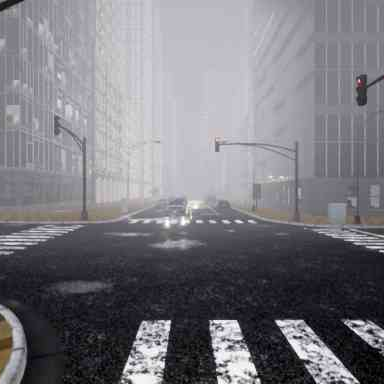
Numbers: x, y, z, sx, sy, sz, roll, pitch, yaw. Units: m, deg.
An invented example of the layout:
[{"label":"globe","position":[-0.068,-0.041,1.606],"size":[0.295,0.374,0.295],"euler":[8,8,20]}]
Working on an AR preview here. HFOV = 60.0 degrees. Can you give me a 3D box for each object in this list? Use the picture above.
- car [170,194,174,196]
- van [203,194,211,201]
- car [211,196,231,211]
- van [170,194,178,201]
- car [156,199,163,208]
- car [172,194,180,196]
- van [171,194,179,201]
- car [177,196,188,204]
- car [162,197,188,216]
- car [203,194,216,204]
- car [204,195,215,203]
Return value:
[{"label":"car","position":[-4.241,1.564,63.891],"size":[1.947,1.339,4.313],"euler":[0,0,0]},{"label":"van","position":[3.531,1.321,80.525],"size":[1.690,1.788,3.998],"euler":[0,0,0]},{"label":"car","position":[3.832,1.579,41.834],"size":[1.947,1.339,4.313],"euler":[0,0,0]},{"label":"van","position":[-4.349,1.321,80.474],"size":[1.690,1.788,3.998],"euler":[0,0,0]},{"label":"car","position":[-4.133,1.593,47.309],"size":[1.802,1.307,4.206],"euler":[0,0,0]},{"label":"car","position":[-1.690,1.499,52.142],"size":[2.128,1.511,4.902],"euler":[0,0,0]},{"label":"van","position":[-4.385,1.315,86.001],"size":[1.690,1.788,3.998],"euler":[0,0,0]},{"label":"car","position":[-1.715,1.525,62.267],"size":[1.812,1.442,4.674],"euler":[0,0,0]},{"label":"car","position":[-1.567,1.543,32.438],"size":[1.812,1.442,4.674],"euler":[0,0,0]},{"label":"car","position":[3.639,1.313,63.942],"size":[2.192,1.841,5.009],"euler":[0,0,0]},{"label":"car","position":[3.603,1.432,69.470],"size":[1.967,1.590,4.097],"euler":[0,0,0]}]
